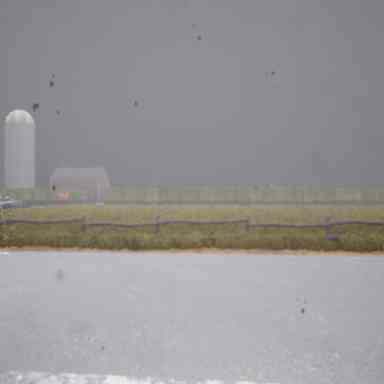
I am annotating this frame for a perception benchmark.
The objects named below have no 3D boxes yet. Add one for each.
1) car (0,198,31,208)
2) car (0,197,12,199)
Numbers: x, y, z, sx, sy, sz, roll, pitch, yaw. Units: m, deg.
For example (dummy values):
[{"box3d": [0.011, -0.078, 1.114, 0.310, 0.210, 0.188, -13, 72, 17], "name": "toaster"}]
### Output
[{"box3d": [-24.734, 1.984, 47.426, 1.837, 1.490, 4.892, 0, 0, 5], "name": "car"}, {"box3d": [-27.824, 1.760, 47.690, 2.150, 2.045, 5.566, 0, 0, 5], "name": "car"}]
